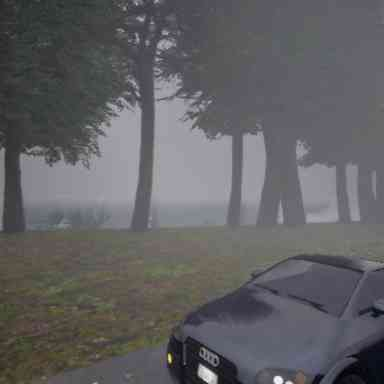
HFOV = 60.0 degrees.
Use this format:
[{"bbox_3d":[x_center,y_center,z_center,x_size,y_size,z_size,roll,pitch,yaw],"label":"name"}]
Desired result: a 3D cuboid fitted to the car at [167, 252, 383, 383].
[{"bbox_3d":[1.770,1.563,4.328,4.181,1.385,1.994,0,0,-35],"label":"car"}]
